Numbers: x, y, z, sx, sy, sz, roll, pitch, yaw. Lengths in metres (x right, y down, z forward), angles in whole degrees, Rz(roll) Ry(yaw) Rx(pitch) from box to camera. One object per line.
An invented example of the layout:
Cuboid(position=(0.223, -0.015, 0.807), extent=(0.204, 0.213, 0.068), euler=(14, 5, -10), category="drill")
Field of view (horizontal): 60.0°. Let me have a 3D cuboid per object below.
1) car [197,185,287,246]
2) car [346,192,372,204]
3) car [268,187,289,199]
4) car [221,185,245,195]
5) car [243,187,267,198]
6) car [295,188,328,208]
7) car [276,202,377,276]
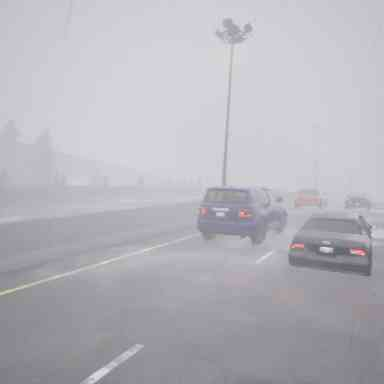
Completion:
Cuboid(position=(2.203, 0.761, 13.304), extent=(2.150, 2.045, 5.566), euler=(2, 2, 28), category="car")
Cuboid(position=(14.006, 0.719, 27.984), extent=(1.812, 1.442, 4.674), euler=(2, 2, 28), category="car")
Cuboid(position=(12.356, 0.139, 47.387), extent=(1.837, 1.490, 4.892), euler=(2, 0, 28), category="car")
Cuboid(position=(6.329, -0.288, 50.936), extent=(1.837, 1.490, 4.892), euler=(2, 0, 28), category="car")
Cuboid(position=(9.388, 0.065, 49.254), extent=(2.033, 1.411, 5.357), euler=(2, 0, 28), category="car")
Cuboid(position=(10.255, 0.473, 28.378), extent=(2.097, 1.767, 4.553), euler=(2, 2, 28), category="car")
Cuboid(position=(4.139, 1.252, 9.527), extent=(2.033, 1.411, 5.357), euler=(2, 2, 28), category="car")
